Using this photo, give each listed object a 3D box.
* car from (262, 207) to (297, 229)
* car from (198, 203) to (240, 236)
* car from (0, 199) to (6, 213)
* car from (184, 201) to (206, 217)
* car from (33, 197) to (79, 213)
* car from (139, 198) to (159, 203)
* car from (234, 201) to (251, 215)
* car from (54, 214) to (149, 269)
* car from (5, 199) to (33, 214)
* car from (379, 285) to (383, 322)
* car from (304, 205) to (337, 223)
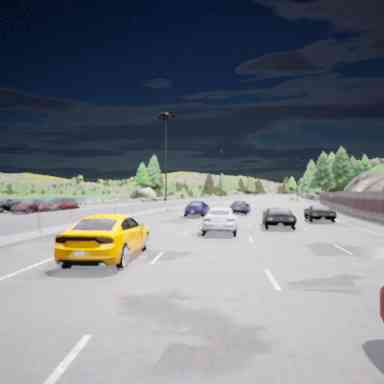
[{"bbox_3d":[5.660,1.655,22.018,1.895,1.301,4.718,0,0,10],"label":"car"},{"bbox_3d":[1.634,1.562,18.836,1.812,1.442,4.674,0,0,8],"label":"car"},{"bbox_3d":[-20.172,1.493,36.130,2.128,1.511,4.902,0,0,13],"label":"car"},{"bbox_3d":[0.550,1.581,31.721,1.812,1.442,4.674,0,0,13],"label":"car"},{"bbox_3d":[-13.505,1.368,33.891,2.097,1.767,4.553,0,0,13],"label":"car"},{"bbox_3d":[-6.207,1.588,47.859,1.812,1.442,4.674,0,0,16],"label":"car"},{"bbox_3d":[5.182,1.640,35.710,1.994,1.385,4.181,0,0,15],"label":"car"},{"bbox_3d":[-2.763,1.488,11.273,1.882,1.535,5.008,0,0,5],"label":"car"},{"bbox_3d":[-16.849,1.533,35.006,1.812,1.442,4.674,0,0,13],"label":"car"},{"bbox_3d":[3.694,1.237,2.356,2.150,2.045,5.566,0,0,1],"label":"car"},{"bbox_3d":[10.135,1.676,26.678,1.895,1.301,4.718,0,0,12],"label":"car"}]
